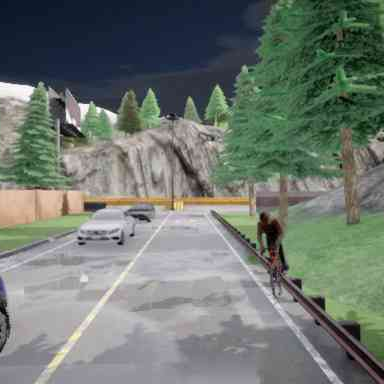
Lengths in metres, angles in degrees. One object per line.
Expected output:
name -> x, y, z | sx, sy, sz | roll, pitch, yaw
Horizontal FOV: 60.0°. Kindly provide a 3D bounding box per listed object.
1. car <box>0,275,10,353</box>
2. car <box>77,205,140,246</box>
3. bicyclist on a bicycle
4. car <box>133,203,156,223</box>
car -> -3.623, 1.350, 2.817 | 2.097, 1.767, 4.553 | 0, 0, -1
car -> -3.782, 1.523, 15.352 | 1.812, 1.442, 4.674 | 0, 0, -1
bicyclist on a bicycle -> 1.656, 1.135, 6.697 | 0.582, 1.620, 1.656 | -11, 11, 25
car -> -3.855, 1.544, 25.649 | 2.033, 1.411, 5.357 | 0, 0, 0
